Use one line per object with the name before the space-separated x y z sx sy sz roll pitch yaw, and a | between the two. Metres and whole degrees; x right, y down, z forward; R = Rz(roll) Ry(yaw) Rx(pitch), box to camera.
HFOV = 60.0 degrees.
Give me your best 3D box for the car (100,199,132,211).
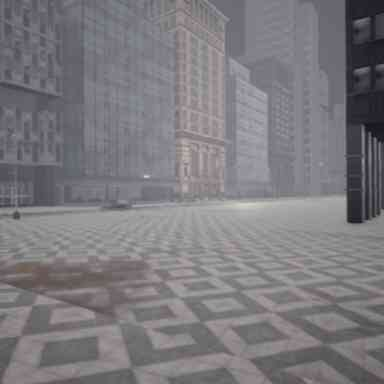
car | -10.148 1.704 44.568 1.812 1.442 4.674 -1 0 36
